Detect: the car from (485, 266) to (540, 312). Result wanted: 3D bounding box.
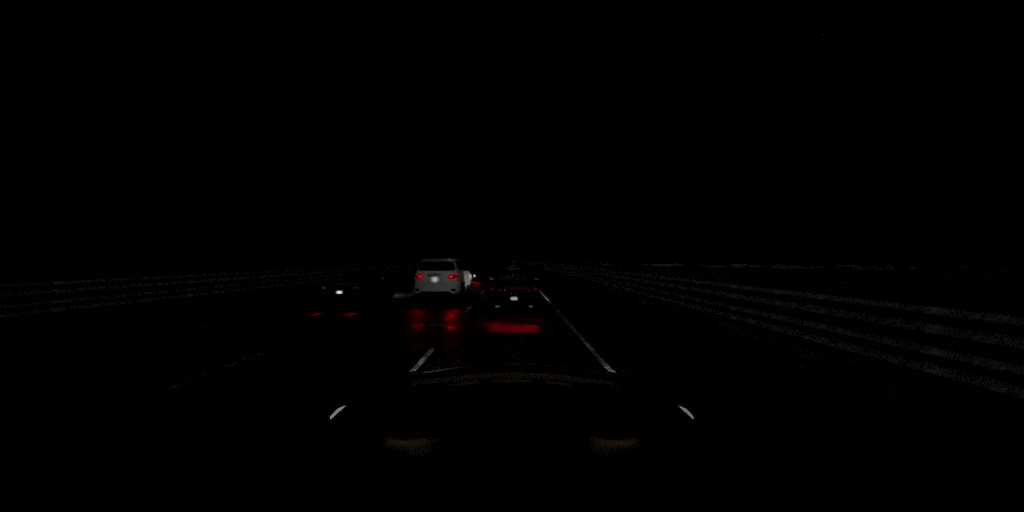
[{"bbox_3d":[0.086,1.346,14.933,1.882,1.535,5.008,0,0,0],"label":"car"}]

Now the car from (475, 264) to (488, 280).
[{"bbox_3d":[-3.415,1.565,35.009,1.837,1.490,4.892,0,-1,0],"label":"car"}]

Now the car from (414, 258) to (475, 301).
[{"bbox_3d":[-3.405,1.123,18.513,2.150,2.045,5.566,0,-1,0],"label":"car"}]

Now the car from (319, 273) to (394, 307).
[{"bbox_3d":[-6.913,1.446,16.343,1.994,1.385,4.181,0,-1,0],"label":"car"}]
